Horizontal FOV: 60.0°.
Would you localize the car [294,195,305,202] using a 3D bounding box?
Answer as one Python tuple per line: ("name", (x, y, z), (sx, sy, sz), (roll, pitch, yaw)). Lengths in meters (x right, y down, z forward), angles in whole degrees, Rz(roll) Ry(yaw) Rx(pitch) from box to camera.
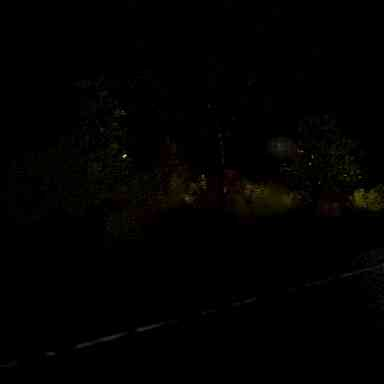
("car", (20.998, 1.285, 68.695), (1.837, 1.490, 4.892), (0, 0, -37))
